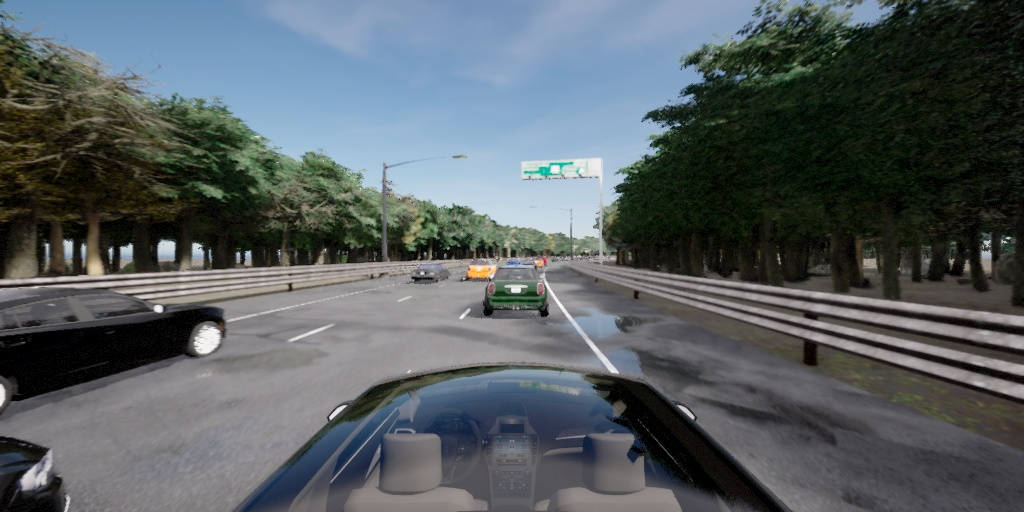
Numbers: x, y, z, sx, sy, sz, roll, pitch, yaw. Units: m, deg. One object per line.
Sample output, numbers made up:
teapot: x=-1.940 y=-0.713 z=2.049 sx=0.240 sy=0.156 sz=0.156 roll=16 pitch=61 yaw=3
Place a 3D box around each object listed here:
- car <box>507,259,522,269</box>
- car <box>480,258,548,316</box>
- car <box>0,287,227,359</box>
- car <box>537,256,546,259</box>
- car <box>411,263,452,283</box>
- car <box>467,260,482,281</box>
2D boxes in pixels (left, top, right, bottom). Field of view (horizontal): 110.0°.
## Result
car: x=0.452 y=1.206 z=58.833 sx=1.882 sy=1.535 sz=5.008 roll=0 pitch=0 yaw=8
car: x=0.194 y=1.103 z=13.507 sx=2.097 sy=1.767 sz=4.553 roll=0 pitch=0 yaw=2
car: x=-6.880 y=1.206 z=5.390 sx=1.882 sy=1.535 sz=5.008 roll=0 pitch=0 yaw=1
car: x=4.199 y=1.086 z=60.792 sx=2.097 sy=1.767 sz=4.553 roll=0 pitch=0 yaw=8
car: x=-6.169 y=1.279 z=27.929 sx=2.033 sy=1.411 sz=5.357 roll=1 pitch=0 yaw=4
car: x=-2.404 y=1.092 z=30.091 sx=2.097 sy=1.767 sz=4.553 roll=0 pitch=0 yaw=4
